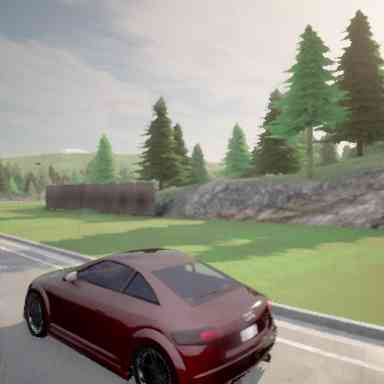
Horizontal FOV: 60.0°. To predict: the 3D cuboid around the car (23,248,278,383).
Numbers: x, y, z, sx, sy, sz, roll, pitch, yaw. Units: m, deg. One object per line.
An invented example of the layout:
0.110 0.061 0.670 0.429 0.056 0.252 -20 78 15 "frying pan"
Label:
-0.859 1.585 5.110 4.181 1.385 1.994 0 0 41 "car"
